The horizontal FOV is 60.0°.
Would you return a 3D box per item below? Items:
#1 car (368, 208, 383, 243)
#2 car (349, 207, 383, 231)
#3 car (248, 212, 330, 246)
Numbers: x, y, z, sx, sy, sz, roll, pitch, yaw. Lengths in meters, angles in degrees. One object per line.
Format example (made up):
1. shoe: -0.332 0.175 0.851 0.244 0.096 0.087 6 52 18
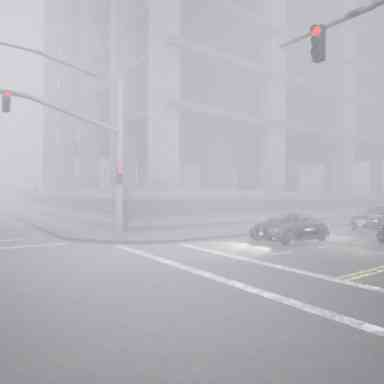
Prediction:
1. car: 10.800 1.650 15.962 5.008 1.535 1.882 1 0 -35
2. car: 11.930 1.701 21.080 4.902 1.511 2.128 1 0 -35
3. car: 4.702 1.688 15.940 4.181 1.385 1.994 1 0 -35
